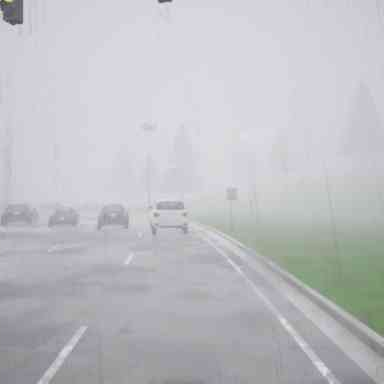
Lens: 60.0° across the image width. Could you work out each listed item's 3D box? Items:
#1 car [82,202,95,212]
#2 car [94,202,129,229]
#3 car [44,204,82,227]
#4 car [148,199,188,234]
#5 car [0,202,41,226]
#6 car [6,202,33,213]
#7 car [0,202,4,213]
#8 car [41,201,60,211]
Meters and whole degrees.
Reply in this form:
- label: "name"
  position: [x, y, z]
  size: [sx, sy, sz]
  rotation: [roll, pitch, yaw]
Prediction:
- label: "car"
  position: [-15.049, 2.167, 49.048]
  size: [2.033, 1.411, 5.357]
  rotation: [0, -1, -44]
- label: "car"
  position: [-5.760, 1.655, 24.578]
  size: [2.097, 1.767, 4.553]
  rotation: [0, -1, -12]
- label: "car"
  position: [-9.942, 1.902, 26.002]
  size: [1.994, 1.385, 4.181]
  rotation: [0, -1, -16]
- label: "car"
  position: [-1.566, 1.474, 21.379]
  size: [2.150, 2.045, 5.566]
  rotation: [0, 0, -8]
- label: "car"
  position: [-14.085, 1.721, 27.425]
  size: [2.097, 1.767, 4.553]
  rotation: [0, -1, -18]
- label: "car"
  position: [-25.309, 2.222, 48.829]
  size: [4.181, 1.385, 1.994]
  rotation: [-1, -1, 39]
- label: "car"
  position: [-28.611, 2.157, 47.006]
  size: [4.892, 1.490, 1.837]
  rotation: [0, -1, 38]
- label: "car"
  position: [-21.378, 2.166, 50.331]
  size: [4.892, 1.490, 1.837]
  rotation: [0, -1, 43]
